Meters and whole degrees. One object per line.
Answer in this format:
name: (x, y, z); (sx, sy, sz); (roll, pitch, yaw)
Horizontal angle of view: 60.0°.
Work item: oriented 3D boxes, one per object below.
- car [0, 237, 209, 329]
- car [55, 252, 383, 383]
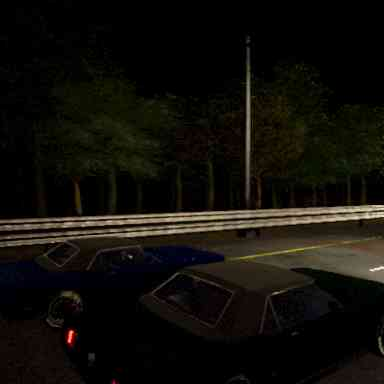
car: (-1.517, 1.615, 6.955); (4.718, 1.301, 1.895); (0, 0, -35)
car: (0.934, 1.619, 4.401); (4.718, 1.301, 1.895); (0, 0, -35)
